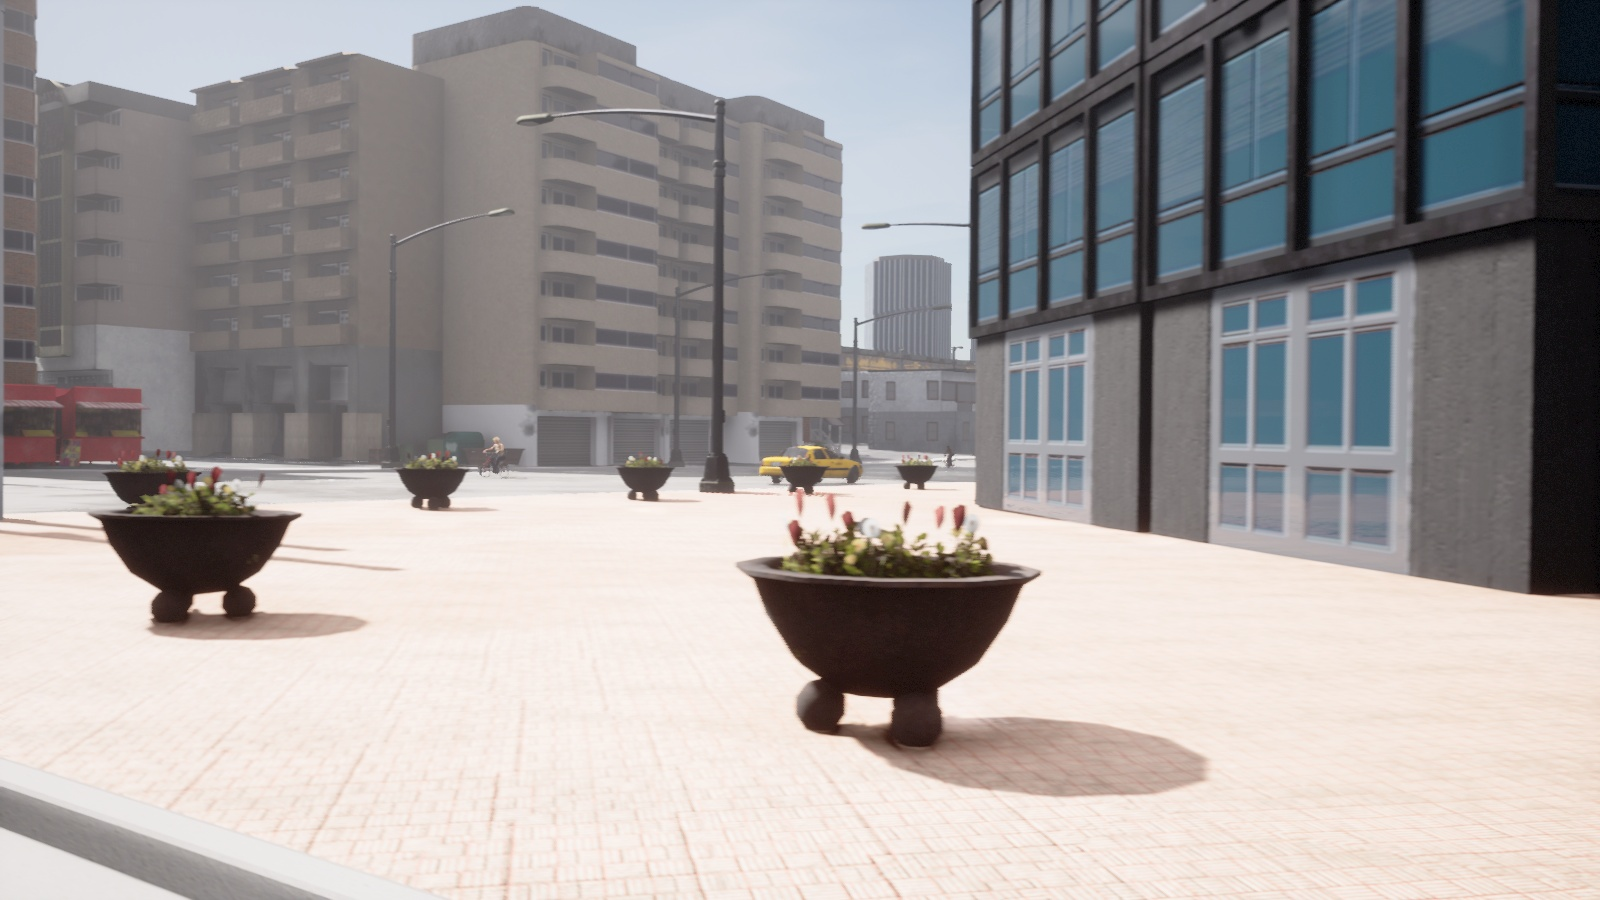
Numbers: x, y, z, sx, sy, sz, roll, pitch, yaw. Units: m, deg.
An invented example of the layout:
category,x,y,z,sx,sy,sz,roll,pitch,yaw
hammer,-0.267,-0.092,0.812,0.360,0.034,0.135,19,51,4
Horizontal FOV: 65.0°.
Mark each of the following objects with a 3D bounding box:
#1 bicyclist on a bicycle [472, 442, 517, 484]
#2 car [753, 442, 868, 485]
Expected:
category,x,y,z,sx,sy,sz,roll,pitch,yaw
bicyclist on a bicycle,-11.849,0.504,48.684,0.866,1.612,1.509,0,0,34
car,0.495,0.495,48.357,1.801,1.575,5.366,0,0,33
